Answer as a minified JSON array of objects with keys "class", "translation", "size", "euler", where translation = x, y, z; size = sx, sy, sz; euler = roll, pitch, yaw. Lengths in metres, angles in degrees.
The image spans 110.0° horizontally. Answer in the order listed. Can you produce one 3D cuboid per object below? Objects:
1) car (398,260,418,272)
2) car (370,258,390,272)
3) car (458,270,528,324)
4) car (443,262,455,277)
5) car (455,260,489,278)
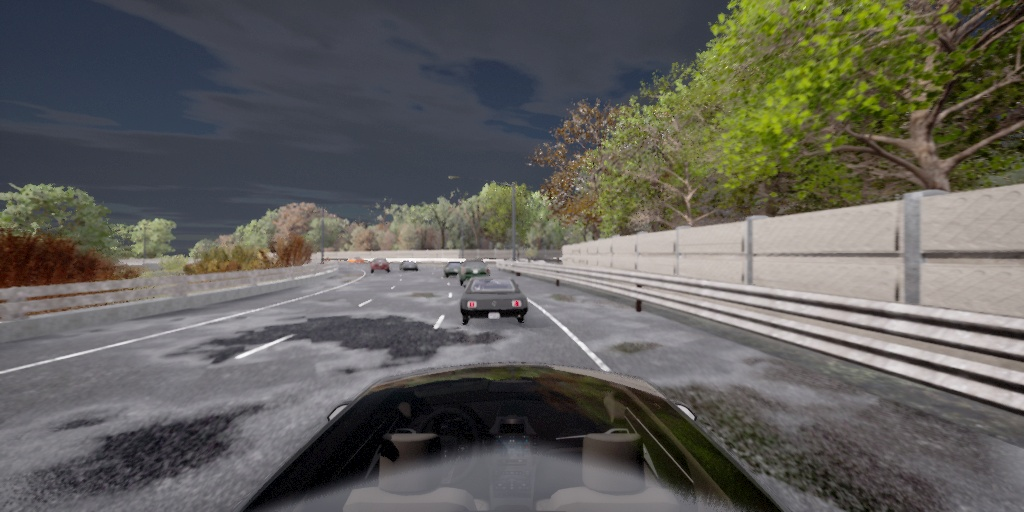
[{"class":"car","translation":[-13.362,1.256,46.090],"size":[1.994,1.385,4.181],"euler":[0,0,-24]},{"class":"car","translation":[-16.424,1.062,44.401],"size":[2.097,1.767,4.553],"euler":[0,0,-24]},{"class":"car","translation":[-0.683,1.327,11.929],"size":[1.895,1.301,4.718],"euler":[0,0,-5]},{"class":"car","translation":[-5.586,1.252,34.677],"size":[1.994,1.385,4.181],"euler":[0,0,-14]},{"class":"car","translation":[-2.785,1.050,25.888],"size":[2.097,1.767,4.553],"euler":[0,0,-10]}]
